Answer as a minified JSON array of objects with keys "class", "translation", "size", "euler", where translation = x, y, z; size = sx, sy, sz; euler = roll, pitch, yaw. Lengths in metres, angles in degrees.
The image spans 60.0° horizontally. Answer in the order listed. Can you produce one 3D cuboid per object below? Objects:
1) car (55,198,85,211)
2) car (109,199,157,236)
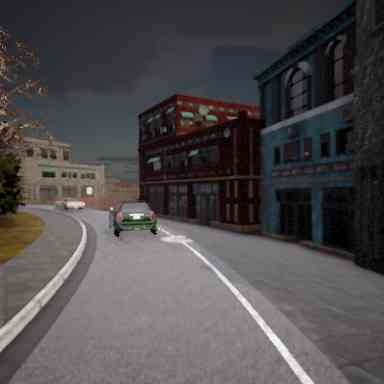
[{"class":"car","translation":[-13.525,1.314,36.585],"size":[1.895,1.301,4.718],"euler":[0,1,-38]},{"class":"car","translation":[-3.308,1.218,17.958],"size":[2.097,1.767,4.553],"euler":[0,1,-18]}]
